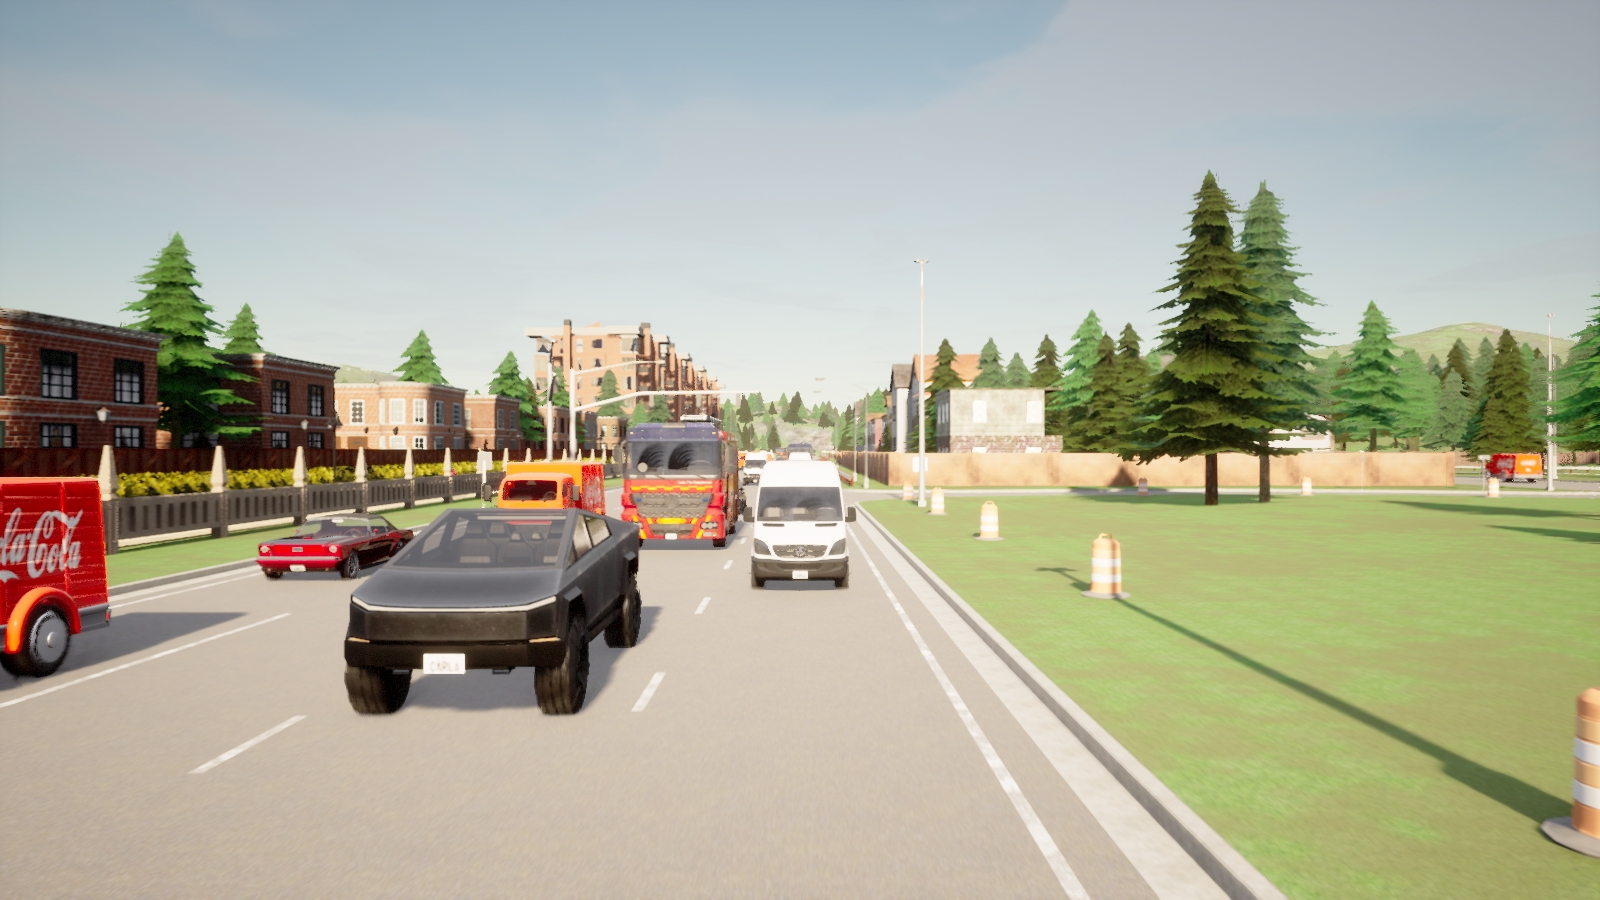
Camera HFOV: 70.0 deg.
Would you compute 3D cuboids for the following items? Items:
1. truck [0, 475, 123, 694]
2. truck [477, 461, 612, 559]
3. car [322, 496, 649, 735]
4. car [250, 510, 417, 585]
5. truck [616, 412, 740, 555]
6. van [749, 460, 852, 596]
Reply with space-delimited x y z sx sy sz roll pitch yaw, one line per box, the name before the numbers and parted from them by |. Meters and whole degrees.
truck | -10.499 1.568 12.900 2.627 2.467 5.204 0 0 0
truck | -7.000 1.568 31.970 2.627 2.467 5.204 0 0 0
car | -3.499 1.754 14.350 2.390 2.098 6.274 0 0 0
car | -10.499 2.155 26.148 1.895 1.301 4.718 0 0 0
truck | -3.497 0.890 34.849 2.891 3.827 8.468 0 0 0
van | 0.005 1.534 24.981 1.988 2.561 5.915 0 0 0
